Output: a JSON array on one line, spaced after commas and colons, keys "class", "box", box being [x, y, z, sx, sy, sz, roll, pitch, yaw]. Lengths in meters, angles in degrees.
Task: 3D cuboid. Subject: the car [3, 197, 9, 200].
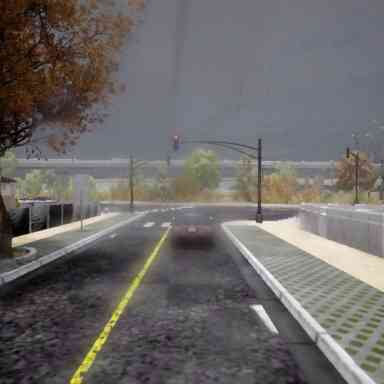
[{"class": "car", "box": [-40.872, 1.695, 72.046, 4.892, 1.490, 1.837, -1, 2, 36]}]

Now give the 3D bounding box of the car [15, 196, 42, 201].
[{"class": "car", "box": [-29.533, 1.788, 59.770, 4.892, 1.490, 1.837, 0, 2, 36]}]

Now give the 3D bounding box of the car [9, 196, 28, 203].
[{"class": "car", "box": [-38.985, 1.680, 74.694, 4.718, 1.301, 1.895, -1, 2, 36]}]

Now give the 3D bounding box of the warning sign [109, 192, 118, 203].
[{"class": "warning sign", "box": [-14.247, 0.995, 60.260, 1.060, 1.860, 1.300, 2, 1, 36]}]

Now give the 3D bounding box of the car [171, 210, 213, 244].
[{"class": "car", "box": [0.013, 1.543, 15.716, 2.033, 1.411, 5.357, 0, 0, 0]}]

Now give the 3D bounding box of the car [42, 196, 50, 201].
[{"class": "car", "box": [-29.964, 1.720, 64.126, 4.674, 1.442, 1.812, -1, 2, 36]}]

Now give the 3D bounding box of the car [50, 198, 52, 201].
[{"class": "car", "box": [-30.859, 1.630, 68.790, 4.674, 1.442, 1.812, -1, 2, 36]}]
